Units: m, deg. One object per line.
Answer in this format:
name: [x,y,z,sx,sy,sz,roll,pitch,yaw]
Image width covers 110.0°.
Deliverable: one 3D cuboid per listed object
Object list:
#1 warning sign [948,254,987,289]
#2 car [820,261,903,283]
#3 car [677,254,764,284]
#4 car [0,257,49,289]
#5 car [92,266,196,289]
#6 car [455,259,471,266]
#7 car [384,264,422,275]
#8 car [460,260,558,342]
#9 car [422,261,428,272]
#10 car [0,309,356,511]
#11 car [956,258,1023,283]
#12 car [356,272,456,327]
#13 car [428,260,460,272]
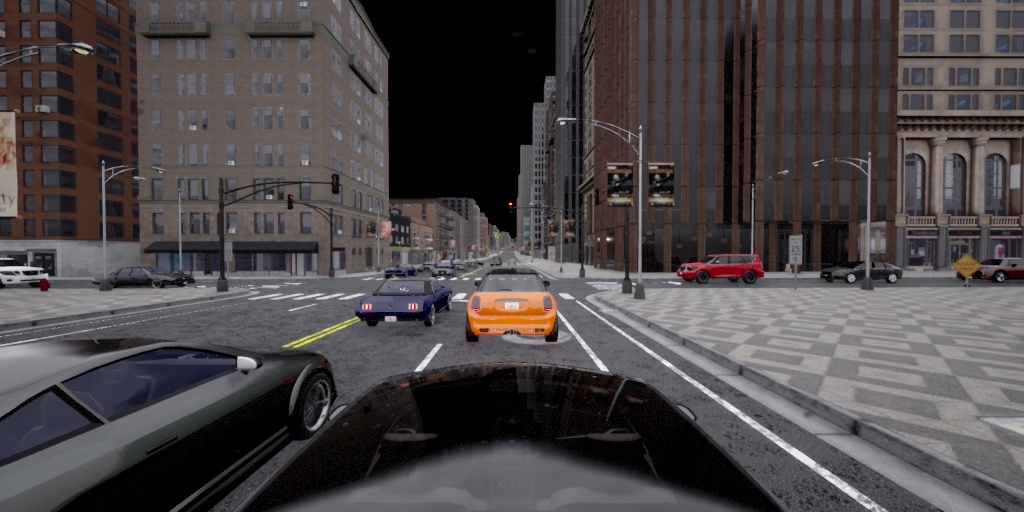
warning sign: [25.168,0.827,19.831,1.060,1.860,1.300,0,0,0]
car: [24.882,1.119,25.632,4.892,1.490,1.837,0,1,0]
car: [14.827,0.875,25.590,5.566,2.045,2.150,0,1,0]
car: [-34.311,1.105,23.613,5.566,2.045,2.150,0,1,0]
car: [-24.119,1.397,23.563,5.357,1.411,2.033,0,1,0]
car: [-6.624,1.335,44.733,1.994,1.385,4.181,0,0,0]
car: [-9.867,1.362,32.175,1.895,1.301,4.718,0,0,0]
car: [0.006,1.101,9.911,2.097,1.767,4.553,0,0,0]
car: [-9.868,1.335,43.463,1.994,1.385,4.181,0,0,0]
car: [-3.158,1.314,2.742,1.994,1.385,4.181,0,0,1]
car: [35.000,0.926,25.667,4.553,1.767,2.097,0,1,0]
car: [-3.154,1.350,11.561,1.895,1.301,4.718,0,0,0]
car: [-6.266,1.326,33.344,1.994,1.385,4.181,0,0,-5]
